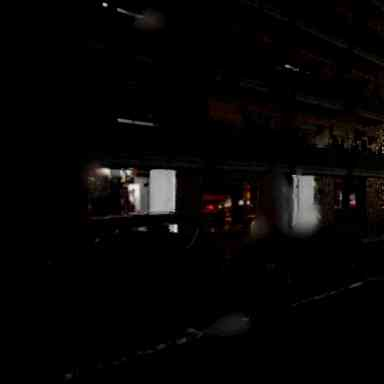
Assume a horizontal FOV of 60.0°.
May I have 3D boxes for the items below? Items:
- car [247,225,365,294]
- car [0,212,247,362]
[{"bbox_3d":[2.832,1.533,8.580,4.206,1.307,1.802,0,1,-36],"label":"car"},{"bbox_3d":[-1.757,1.305,5.304,5.009,1.841,2.192,0,1,-36],"label":"car"}]
